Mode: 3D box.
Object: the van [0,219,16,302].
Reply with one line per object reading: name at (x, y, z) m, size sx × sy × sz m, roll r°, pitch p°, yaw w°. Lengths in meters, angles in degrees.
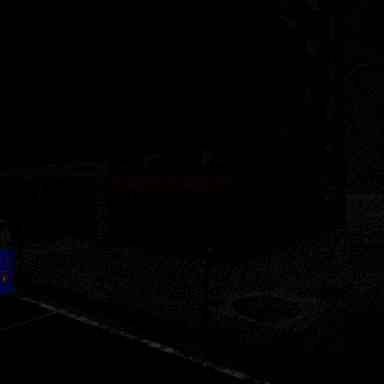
van at (-5.310, 1.340, 6.876) m, size 3.998 × 1.788 × 1.690 m, roll 0°, pitch 0°, yaw 36°
